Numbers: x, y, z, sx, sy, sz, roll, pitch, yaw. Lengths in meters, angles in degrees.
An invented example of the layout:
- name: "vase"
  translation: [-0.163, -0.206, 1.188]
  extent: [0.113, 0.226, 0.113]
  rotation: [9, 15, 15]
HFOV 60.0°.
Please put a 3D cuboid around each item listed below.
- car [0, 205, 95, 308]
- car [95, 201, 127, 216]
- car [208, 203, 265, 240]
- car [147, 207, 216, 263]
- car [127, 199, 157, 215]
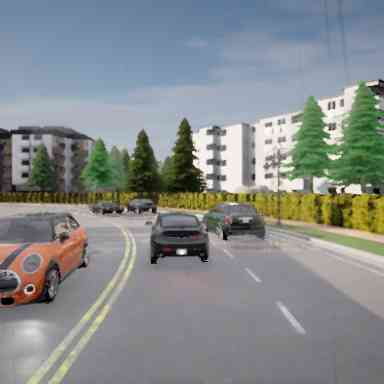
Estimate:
- name: "car"
  translation: [-3.956, 1.336, 8.054]
  extent: [2.097, 1.767, 4.553]
  rotation: [0, 0, -5]
- name: "car"
  translation: [-8.285, 1.537, 31.913]
  extent: [1.895, 1.301, 4.718]
  rotation: [0, 0, -34]
- name: "car"
  translation: [1.966, 1.318, 17.014]
  extent: [2.097, 1.767, 4.553]
  rotation: [0, 0, -12]
- name: "car"
  translation: [-0.589, 1.480, 11.997]
  extent: [1.837, 1.490, 4.892]
  rotation: [0, 0, -7]
- name: "car"
  translation: [-5.235, 1.438, 33.466]
  extent: [1.837, 1.490, 4.892]
  rotation: [1, 0, -33]
